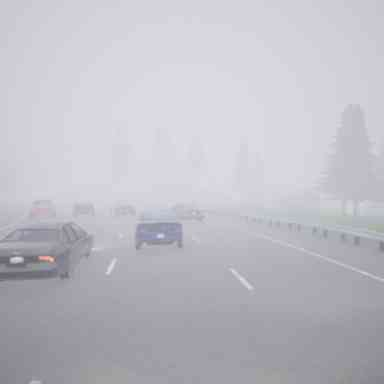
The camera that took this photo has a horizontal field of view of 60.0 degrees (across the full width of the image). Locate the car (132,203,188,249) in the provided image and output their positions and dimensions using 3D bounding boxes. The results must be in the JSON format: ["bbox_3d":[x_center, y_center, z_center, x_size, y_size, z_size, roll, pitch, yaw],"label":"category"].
[{"bbox_3d":[-1.567,1.481,14.803,1.882,1.535,5.008,0,0,-9],"label":"car"}]

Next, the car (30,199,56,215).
[{"bbox_3d":[-13.901,1.409,31.124,2.097,1.767,4.553,0,0,-23],"label":"car"}]

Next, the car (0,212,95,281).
[{"bbox_3d":[-4.232,1.565,9.915,2.033,1.411,5.357,0,0,-7],"label":"car"}]

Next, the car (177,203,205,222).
[{"bbox_3d":[-0.618,1.544,25.685,2.033,1.411,5.357,0,0,-18],"label":"car"}]

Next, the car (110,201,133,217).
[{"bbox_3d":[-6.643,1.549,31.963,1.812,1.442,4.674,0,0,-22],"label":"car"}]

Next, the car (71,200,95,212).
[{"bbox_3d":[-10.733,1.520,32.617,1.882,1.535,5.008,0,0,-24],"label":"car"}]
